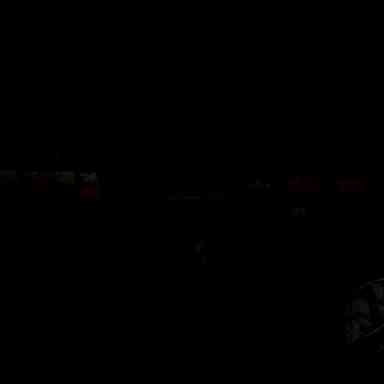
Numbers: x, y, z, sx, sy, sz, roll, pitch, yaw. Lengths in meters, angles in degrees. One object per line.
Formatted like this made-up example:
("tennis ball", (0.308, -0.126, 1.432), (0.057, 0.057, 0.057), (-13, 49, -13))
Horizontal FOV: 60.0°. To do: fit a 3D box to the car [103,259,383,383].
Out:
("car", (1.218, 1.547, 3.682), (4.313, 1.339, 1.947), (0, 0, -35))
